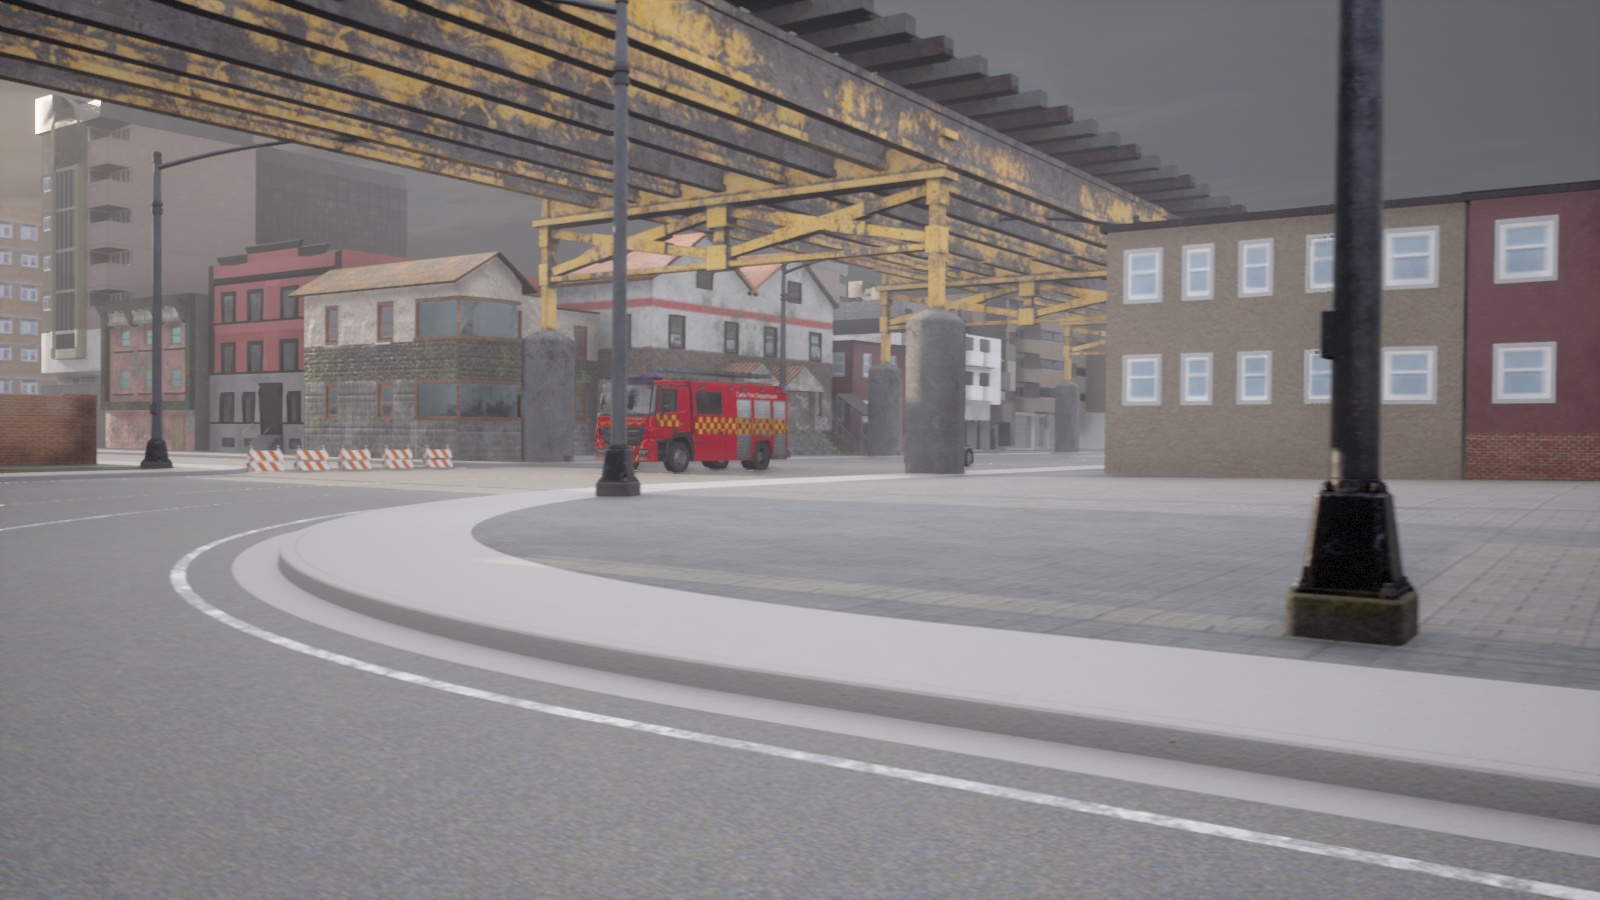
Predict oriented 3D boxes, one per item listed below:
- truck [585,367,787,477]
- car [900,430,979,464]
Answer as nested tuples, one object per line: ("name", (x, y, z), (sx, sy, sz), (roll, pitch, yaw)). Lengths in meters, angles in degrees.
("truck", (-4.128, -1.050, 47.996), (2.891, 3.827, 8.468), (0, 1, 35))
("car", (6.343, -0.136, 56.914), (1.970, 1.475, 3.806), (0, 1, 35))
